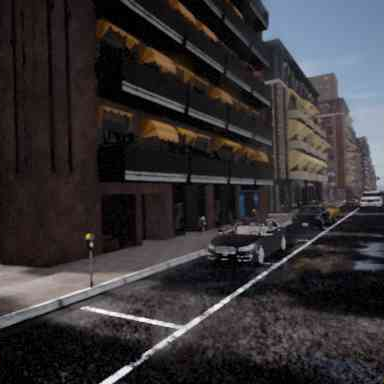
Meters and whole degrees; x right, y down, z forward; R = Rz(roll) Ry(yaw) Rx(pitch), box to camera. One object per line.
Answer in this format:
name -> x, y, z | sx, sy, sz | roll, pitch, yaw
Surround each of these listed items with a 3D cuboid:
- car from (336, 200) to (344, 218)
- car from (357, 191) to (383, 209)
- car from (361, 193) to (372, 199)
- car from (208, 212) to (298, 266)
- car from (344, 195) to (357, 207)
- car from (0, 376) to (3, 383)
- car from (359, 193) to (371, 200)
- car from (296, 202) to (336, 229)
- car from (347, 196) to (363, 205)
car -> 10.551, 1.450, 26.270 | 1.752, 1.417, 4.829 | -2, -1, 30
car -> 21.190, 0.936, 39.251 | 2.150, 2.045, 5.566 | -2, -1, 31
car -> 42.007, 1.031, 80.048 | 2.008, 1.369, 4.403 | -2, -1, 30
car -> 2.082, 1.605, 11.789 | 2.008, 1.369, 4.403 | -2, -1, 30
car -> 22.041, 1.197, 45.920 | 1.967, 1.590, 4.097 | -2, -1, 30
car -> -3.624, 1.584, 2.039 | 1.967, 1.590, 4.097 | -2, -1, 30
car -> 39.155, 1.070, 75.173 | 2.008, 1.369, 4.403 | -2, -1, 30
car -> 7.786, 1.532, 21.540 | 1.947, 1.339, 4.313 | -2, -1, 30
car -> 24.897, 1.298, 50.794 | 1.802, 1.307, 4.206 | -2, -1, 30
